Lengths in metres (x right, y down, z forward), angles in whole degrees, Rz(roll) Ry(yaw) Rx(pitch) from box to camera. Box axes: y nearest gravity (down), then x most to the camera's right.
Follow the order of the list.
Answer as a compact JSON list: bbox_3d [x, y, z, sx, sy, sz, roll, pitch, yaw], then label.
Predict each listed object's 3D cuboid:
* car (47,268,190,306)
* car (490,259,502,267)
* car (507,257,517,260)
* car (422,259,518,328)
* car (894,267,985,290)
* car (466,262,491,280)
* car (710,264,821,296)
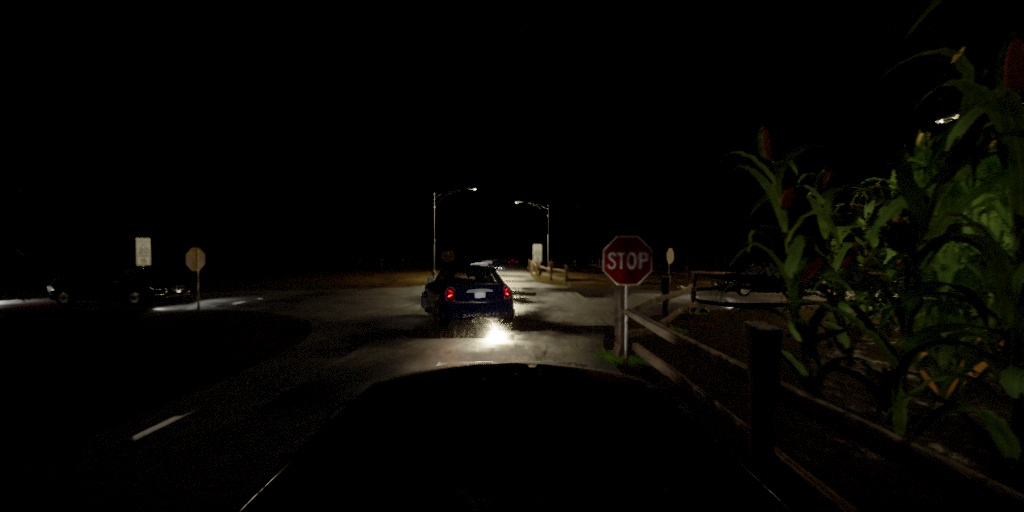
[{"bbox_3d":[-16.600,1.263,15.275,4.892,1.490,1.837,0,1,0],"label":"car"},{"bbox_3d":[-2.763,1.152,62.966,1.895,1.301,4.718,0,0,0],"label":"car"},{"bbox_3d":[0.102,1.101,62.510,2.033,1.411,5.357,0,0,-1],"label":"car"},{"bbox_3d":[-1.601,1.090,11.602,2.097,1.767,4.553,0,-1,-20],"label":"car"},{"bbox_3d":[22.747,1.216,18.260,5.357,1.411,2.033,0,1,0],"label":"car"},{"bbox_3d":[-2.804,1.261,30.936,1.895,1.301,4.718,0,0,-2],"label":"car"},{"bbox_3d":[12.777,1.155,18.202,5.008,1.535,1.882,0,1,-2],"label":"car"}]
